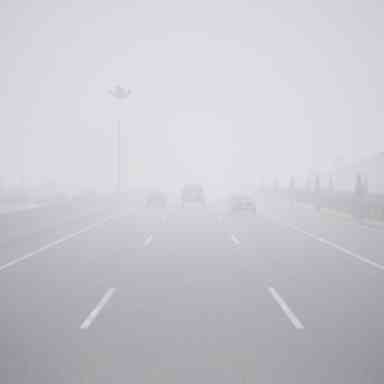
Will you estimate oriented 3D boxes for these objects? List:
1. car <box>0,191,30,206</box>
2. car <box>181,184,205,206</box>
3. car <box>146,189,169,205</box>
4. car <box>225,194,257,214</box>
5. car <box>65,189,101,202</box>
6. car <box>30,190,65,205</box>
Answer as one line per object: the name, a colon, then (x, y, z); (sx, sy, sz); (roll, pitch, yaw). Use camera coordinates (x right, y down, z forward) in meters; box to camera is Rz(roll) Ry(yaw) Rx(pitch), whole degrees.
car: (-17.593, 0.607, 32.617); (1.895, 1.301, 4.718); (0, 2, 0)
car: (0.099, 0.239, 32.425); (2.150, 2.045, 5.566); (0, 2, 0)
car: (-3.401, 0.496, 33.179); (1.837, 1.490, 4.892); (0, 2, 0)
car: (3.583, 0.826, 25.075); (2.033, 1.411, 5.357); (0, 2, 0)
car: (-10.590, 0.463, 33.257); (1.882, 1.535, 5.008); (0, 2, 0)
car: (-14.088, 0.537, 33.572); (1.994, 1.385, 4.181); (0, 2, 0)
